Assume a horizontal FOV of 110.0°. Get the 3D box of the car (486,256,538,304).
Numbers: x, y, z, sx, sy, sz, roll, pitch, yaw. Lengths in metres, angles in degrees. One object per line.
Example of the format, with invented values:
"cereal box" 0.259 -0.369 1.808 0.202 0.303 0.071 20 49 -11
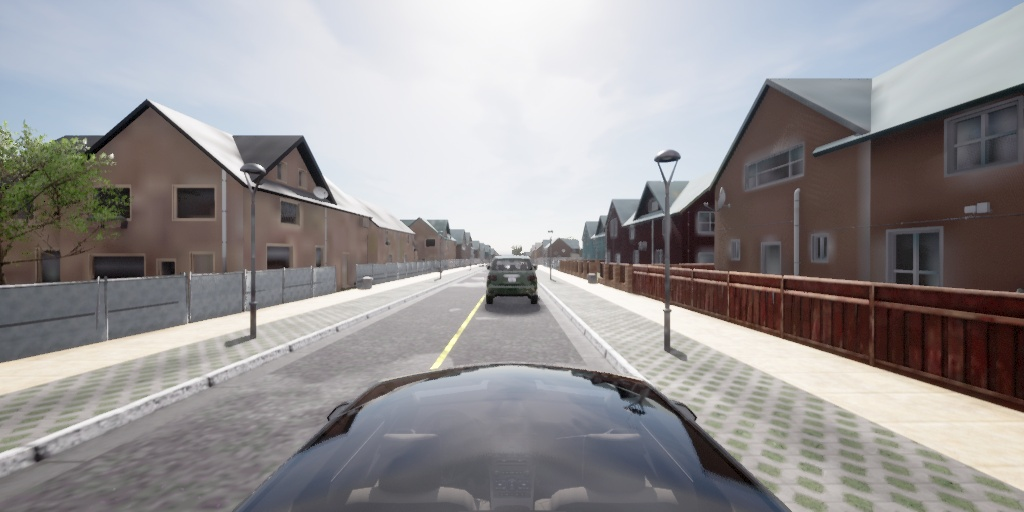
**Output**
"car" 0.000 1.020 16.532 2.150 2.045 5.566 0 0 0
